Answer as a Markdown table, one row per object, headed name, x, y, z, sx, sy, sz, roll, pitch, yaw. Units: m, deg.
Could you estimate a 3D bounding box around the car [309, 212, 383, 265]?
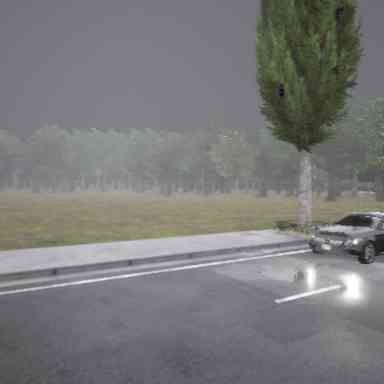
| name | x | y | z | sx | sy | sz | roll | pitch | yaw |
| --- | --- | --- | --- | --- | --- | --- | --- | --- | --- |
| car | 6.074 | 1.432 | 11.407 | 4.674 | 1.442 | 1.812 | 0 | 1 | -33 |
